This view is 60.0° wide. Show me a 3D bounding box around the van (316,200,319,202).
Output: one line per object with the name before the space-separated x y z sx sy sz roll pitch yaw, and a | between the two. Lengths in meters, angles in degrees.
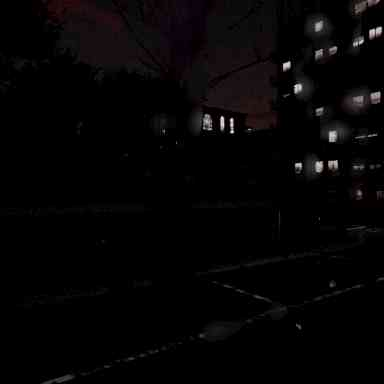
van | 10.514 1.646 32.599 1.690 1.788 3.998 -1 0 -36

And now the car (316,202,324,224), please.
car | 7.959 1.770 26.317 1.837 1.490 4.892 0 -1 -35
